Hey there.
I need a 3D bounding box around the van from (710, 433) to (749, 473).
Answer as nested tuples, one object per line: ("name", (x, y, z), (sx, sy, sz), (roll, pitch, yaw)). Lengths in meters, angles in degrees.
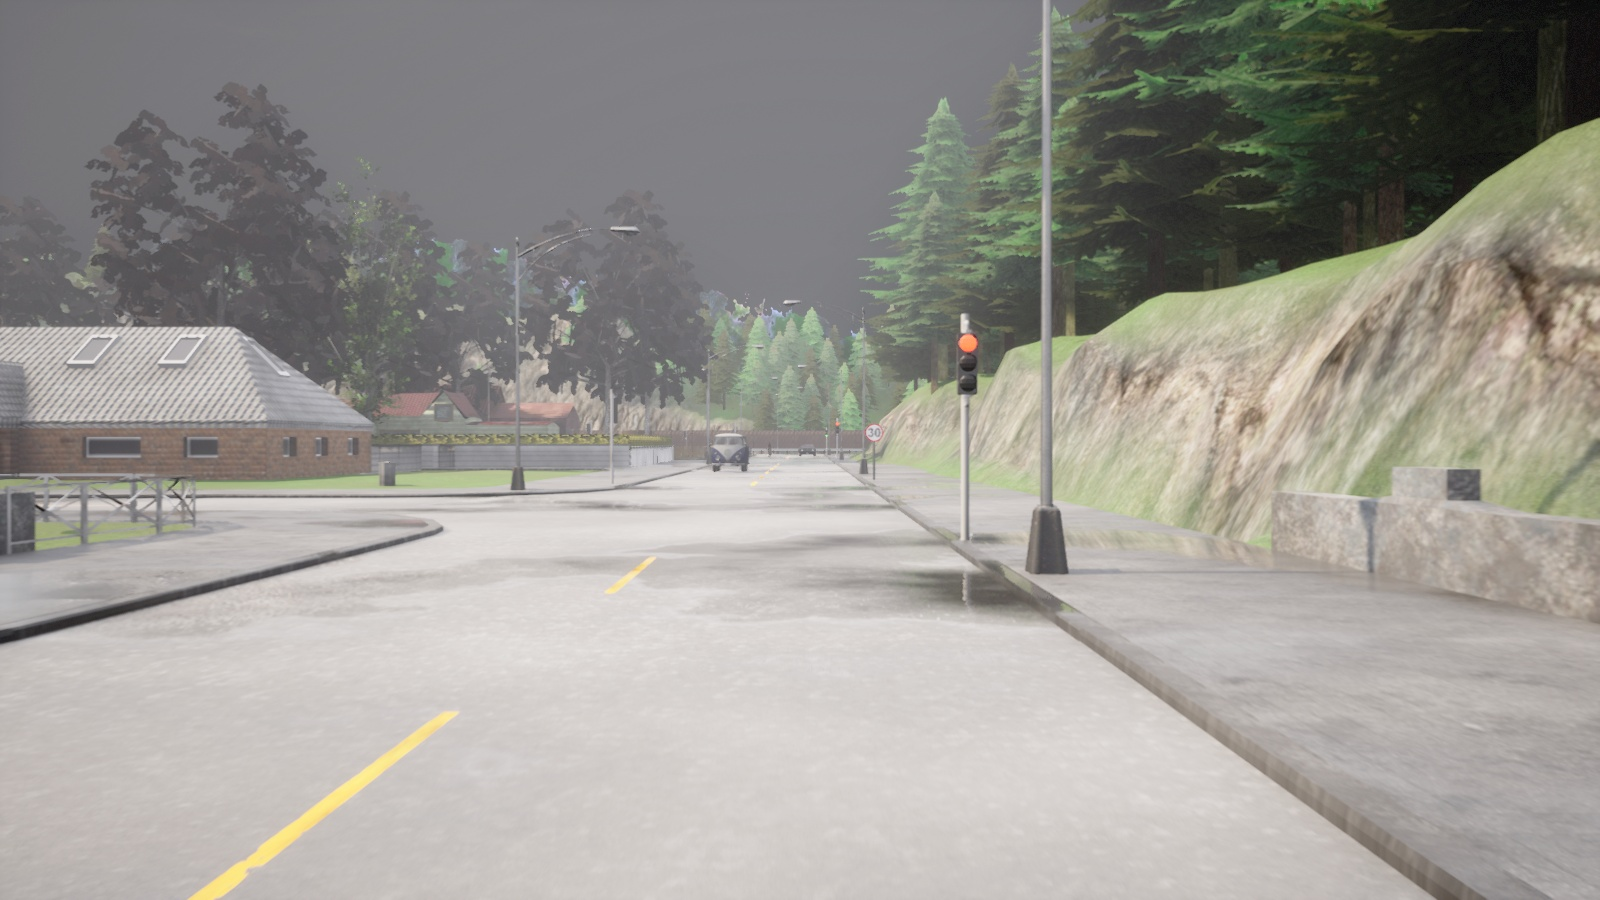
("van", (-3.608, 0.131, 64.896), (1.775, 1.987, 4.442), (0, 0, 0))
